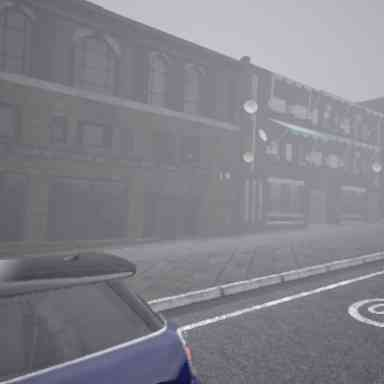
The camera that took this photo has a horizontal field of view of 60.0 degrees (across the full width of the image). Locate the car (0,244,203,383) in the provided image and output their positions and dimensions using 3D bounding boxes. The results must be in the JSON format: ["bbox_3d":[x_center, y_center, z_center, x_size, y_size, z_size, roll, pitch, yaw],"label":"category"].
[{"bbox_3d":[-2.165,1.353,2.141,4.553,1.767,2.097,0,0,-35],"label":"car"}]
